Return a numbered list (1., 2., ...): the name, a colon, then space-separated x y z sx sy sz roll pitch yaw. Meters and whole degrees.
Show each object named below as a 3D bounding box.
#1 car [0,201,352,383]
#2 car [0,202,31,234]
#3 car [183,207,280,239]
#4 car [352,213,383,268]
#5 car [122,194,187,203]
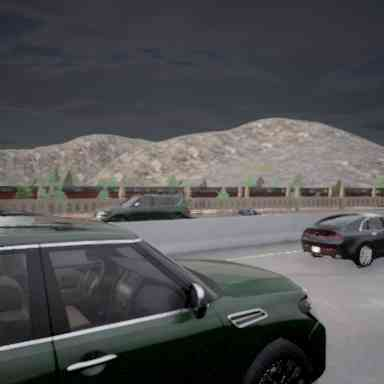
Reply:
1. car: -1.265 1.207 2.754 5.566 2.045 2.150 0 0 -35
2. car: -11.278 1.388 17.256 5.008 1.535 1.882 0 0 -34
3. car: 2.082 1.524 17.243 4.718 1.301 1.895 0 0 -28
4. car: 5.819 1.459 11.078 4.892 1.490 1.837 0 0 -29
5. car: -2.684 1.134 18.588 5.566 2.045 2.150 0 0 -30
